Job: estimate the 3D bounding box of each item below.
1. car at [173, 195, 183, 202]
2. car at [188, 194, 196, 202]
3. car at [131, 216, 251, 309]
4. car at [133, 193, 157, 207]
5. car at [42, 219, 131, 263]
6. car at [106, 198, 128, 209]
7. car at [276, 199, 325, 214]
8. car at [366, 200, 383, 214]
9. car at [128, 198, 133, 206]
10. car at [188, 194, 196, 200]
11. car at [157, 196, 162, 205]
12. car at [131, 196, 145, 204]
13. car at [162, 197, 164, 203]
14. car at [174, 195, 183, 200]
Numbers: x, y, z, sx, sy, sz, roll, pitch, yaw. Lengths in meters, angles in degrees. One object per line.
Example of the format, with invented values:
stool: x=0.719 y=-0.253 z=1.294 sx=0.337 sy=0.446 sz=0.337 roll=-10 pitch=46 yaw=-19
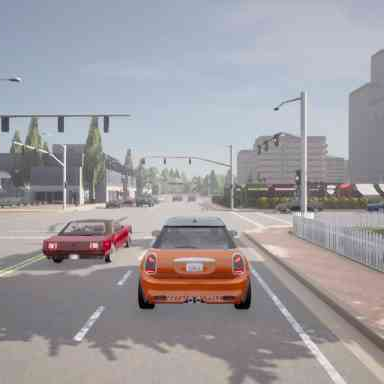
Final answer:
car: x=-3.528 y=1.513 z=77.670 sx=1.812 sy=1.442 sz=4.674 roll=0 pitch=0 yaw=0
car: x=-0.028 y=1.531 z=77.353 sx=2.033 sy=1.411 sz=5.357 roll=0 pitch=0 yaw=0
car: x=0.061 y=1.352 z=8.017 sx=2.097 sy=1.767 sz=4.553 roll=0 pitch=0 yaw=0
car: x=-7.114 y=1.221 z=51.077 sx=2.150 sy=2.045 sz=5.566 roll=0 pitch=0 yaw=1
car: x=-3.420 y=1.601 z=11.912 sx=1.895 sy=1.301 sz=4.718 roll=0 pitch=0 yaw=0
car: x=-10.614 y=1.564 z=46.251 sx=1.994 sy=1.385 sz=4.181 roll=0 pitch=0 yaw=0
car: x=11.259 y=1.492 z=34.676 sx=4.902 sy=1.511 sz=2.128 roll=0 pitch=0 yaw=-1
car: x=20.903 y=1.478 z=34.917 sx=5.008 sy=1.535 sz=1.882 roll=0 pitch=0 yaw=-2
car: x=-10.605 y=1.601 z=55.013 sx=1.895 sy=1.301 sz=4.718 roll=0 pitch=0 yaw=0
car: x=-0.031 y=1.398 z=87.628 sx=2.128 sy=1.511 sz=4.902 roll=0 pitch=0 yaw=0
car: x=-7.093 y=1.564 z=60.483 sx=1.994 sy=1.385 sz=4.181 roll=0 pitch=0 yaw=0
car: x=-10.569 y=1.564 z=64.961 sx=1.994 sy=1.385 sz=4.181 roll=0 pitch=0 yaw=0
car: x=-7.025 y=1.524 z=70.808 sx=1.812 sy=1.442 sz=4.674 roll=0 pitch=0 yaw=0
car: x=-3.531 y=1.425 z=87.625 sx=1.994 sy=1.385 sz=4.181 roll=0 pitch=0 yaw=0
